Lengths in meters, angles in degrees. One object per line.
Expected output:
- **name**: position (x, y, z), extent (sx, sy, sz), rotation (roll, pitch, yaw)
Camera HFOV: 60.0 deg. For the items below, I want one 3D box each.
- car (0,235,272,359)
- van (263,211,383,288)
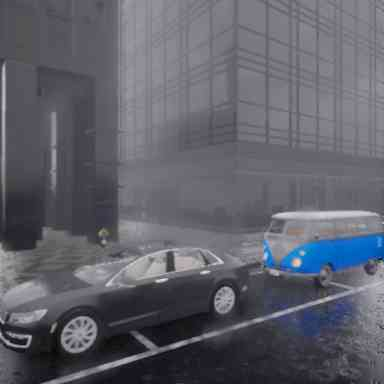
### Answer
- **car**: position (-0.895, 1.577, 5.901), extent (4.403, 1.369, 2.008), rotation (1, -1, -35)
- **van**: position (3.686, 1.422, 9.167), extent (3.998, 1.788, 1.690), rotation (1, -1, -35)
